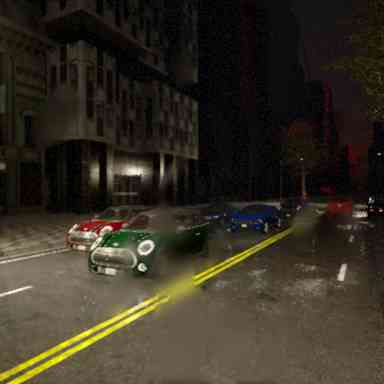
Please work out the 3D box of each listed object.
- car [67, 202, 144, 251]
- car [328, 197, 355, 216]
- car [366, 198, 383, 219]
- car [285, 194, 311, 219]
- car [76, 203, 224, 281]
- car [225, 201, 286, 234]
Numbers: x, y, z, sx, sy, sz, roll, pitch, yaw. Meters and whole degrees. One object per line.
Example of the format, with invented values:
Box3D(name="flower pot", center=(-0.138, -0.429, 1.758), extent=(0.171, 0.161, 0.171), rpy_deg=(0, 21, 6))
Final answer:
Box3D(name="car", center=(-2.817, 1.351, 13.587), extent=(2.097, 1.767, 4.553), rpy_deg=(0, 0, 27))
Box3D(name="car", center=(14.569, 1.292, 32.552), extent=(2.097, 1.767, 4.553), rpy_deg=(0, 0, 27))
Box3D(name="car", center=(15.874, 1.487, 28.122), extent=(2.033, 1.411, 5.357), rpy_deg=(0, 0, 28))
Box3D(name="car", center=(8.848, 1.309, 28.909), extent=(2.097, 1.767, 4.553), rpy_deg=(0, 0, 28))
Box3D(name="car", center=(-0.955, 1.348, 10.118), extent=(2.097, 1.767, 4.553), rpy_deg=(0, 0, 27))
Box3D(name="car", center=(3.841, 1.454, 19.352), extent=(1.882, 1.535, 5.008), rpy_deg=(0, 0, 27))
